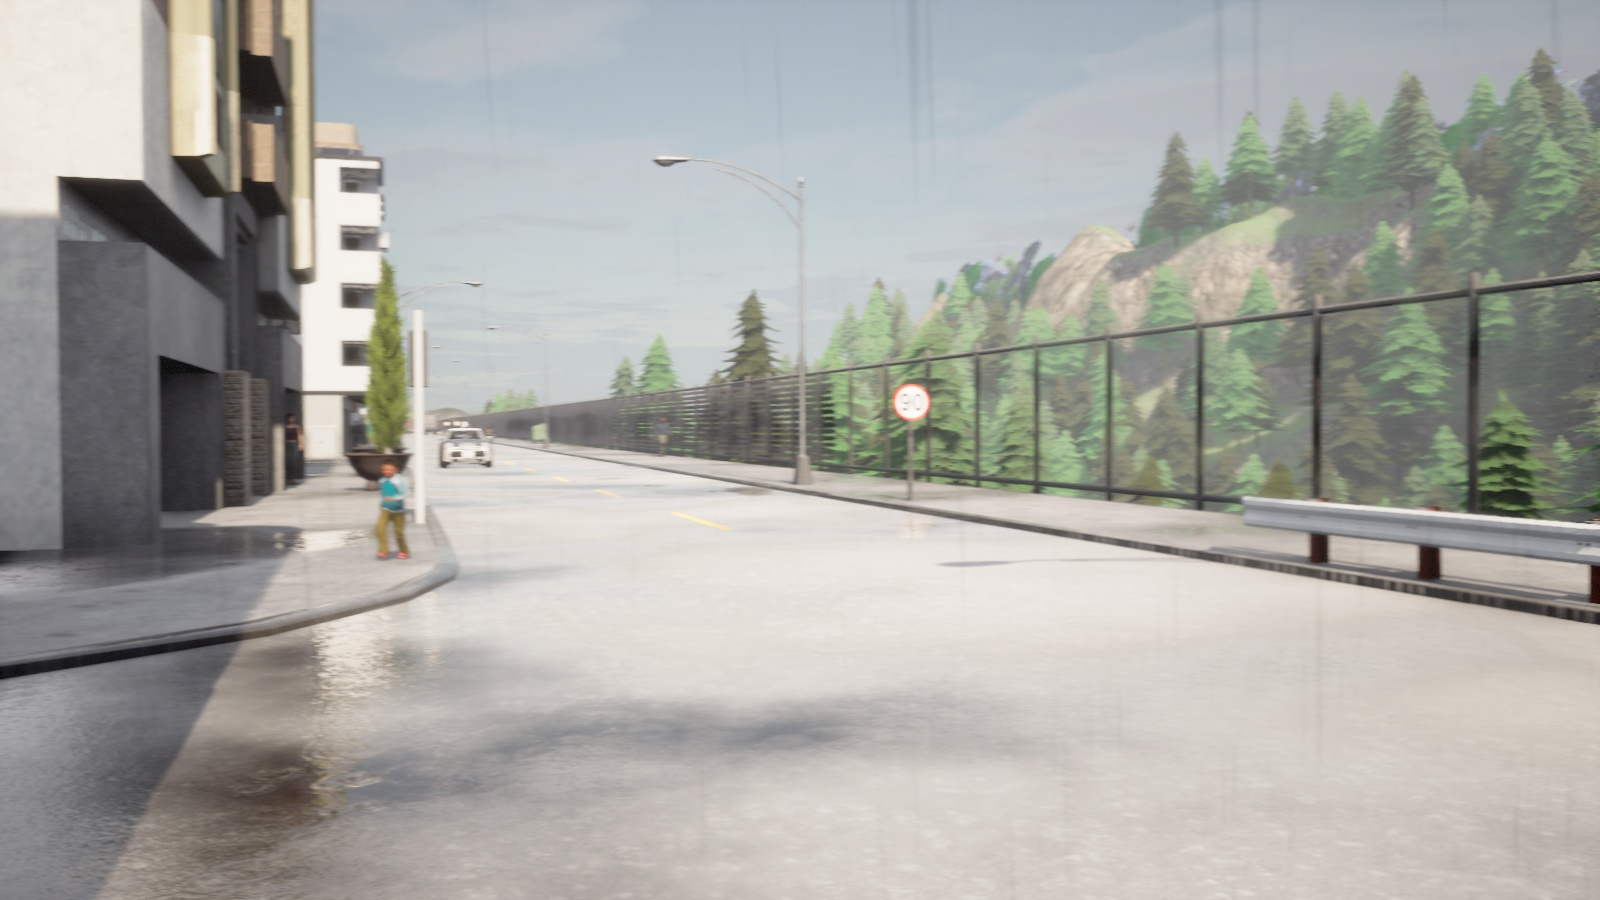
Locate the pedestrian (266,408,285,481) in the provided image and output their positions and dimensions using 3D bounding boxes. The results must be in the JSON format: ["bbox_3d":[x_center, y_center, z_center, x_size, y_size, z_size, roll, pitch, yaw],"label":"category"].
[{"bbox_3d":[-13.233,-0.143,31.686,0.345,1.836,0.594,0,1,-16],"label":"pedestrian"}]

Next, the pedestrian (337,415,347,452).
[{"bbox_3d":[-23.825,-0.854,65.335,0.423,1.949,0.788,0,1,-17],"label":"pedestrian"}]

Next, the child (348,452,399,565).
[{"bbox_3d":[-4.632,0.621,13.647,0.343,1.192,0.448,0,1,12],"label":"child"}]

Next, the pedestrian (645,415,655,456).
[{"bbox_3d":[-6.833,-0.654,57.199,0.370,1.835,0.726,0,1,-16],"label":"pedestrian"}]

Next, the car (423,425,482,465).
[{"bbox_3d":[-13.257,-0.217,47.773,1.970,1.475,3.806,0,1,-19],"label":"car"}]
